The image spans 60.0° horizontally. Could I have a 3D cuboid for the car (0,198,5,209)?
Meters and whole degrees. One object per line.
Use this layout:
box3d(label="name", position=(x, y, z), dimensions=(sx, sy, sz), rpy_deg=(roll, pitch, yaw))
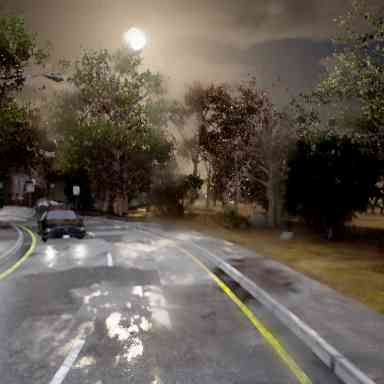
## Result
box3d(label="car", position=(-22.922, 1.077, 37.073), dimensions=(4.902, 1.511, 2.128), rpy_deg=(2, 0, 29))

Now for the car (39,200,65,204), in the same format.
box3d(label="car", position=(-12.167, 1.435, 28.607), dimensions=(1.837, 1.490, 4.892), rpy_deg=(1, 1, -43))

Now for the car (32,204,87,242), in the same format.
box3d(label="car", position=(-6.672, 1.554, 16.763), dimensions=(2.033, 1.411, 5.357), rpy_deg=(0, 0, -28))
